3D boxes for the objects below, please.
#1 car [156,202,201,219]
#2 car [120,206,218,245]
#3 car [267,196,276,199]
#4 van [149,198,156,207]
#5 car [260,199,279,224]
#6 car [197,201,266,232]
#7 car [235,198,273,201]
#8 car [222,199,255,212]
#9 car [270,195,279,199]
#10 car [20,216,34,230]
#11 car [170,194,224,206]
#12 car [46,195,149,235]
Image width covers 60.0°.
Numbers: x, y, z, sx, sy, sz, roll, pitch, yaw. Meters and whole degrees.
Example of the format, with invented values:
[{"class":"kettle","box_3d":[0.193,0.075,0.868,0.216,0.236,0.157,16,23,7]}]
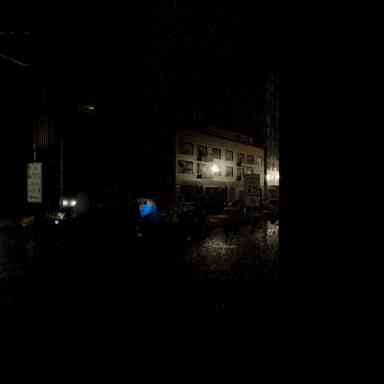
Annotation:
[{"class":"car","box_3d":[-1.152,1.572,29.736,1.802,1.307,4.206,0,0,36]},{"class":"car","box_3d":[-0.899,1.556,15.565,2.008,1.369,4.403,0,0,36]},{"class":"car","box_3d":[8.835,1.544,43.502,1.947,1.339,4.313,0,0,36]},{"class":"van","box_3d":[-4.481,1.331,25.146,1.690,1.788,3.998,0,0,36]},{"class":"car","box_3d":[5.857,1.531,24.879,1.752,1.417,4.829,0,0,36]},{"class":"car","box_3d":[2.529,1.531,20.290,1.752,1.417,4.829,0,0,36]},{"class":"car","box_3d":[6.751,1.590,36.234,1.895,1.301,4.718,0,0,36]},{"class":"car","box_3d":[5.506,1.549,38.913,1.947,1.339,4.313,0,0,36]},{"class":"car","box_3d":[12.165,1.288,48.091,2.192,1.841,5.009,0,0,36]},{"class":"car","box_3d":[-7.910,1.514,20.419,1.752,1.417,4.829,0,0,36]},{"class":"car","box_3d":[0.683,1.216,27.885,2.150,2.045,5.566,0,0,36]},{"class":"car","box_3d":[-5.404,1.216,19.501,2.150,2.045,5.566,0,0,36]}]
